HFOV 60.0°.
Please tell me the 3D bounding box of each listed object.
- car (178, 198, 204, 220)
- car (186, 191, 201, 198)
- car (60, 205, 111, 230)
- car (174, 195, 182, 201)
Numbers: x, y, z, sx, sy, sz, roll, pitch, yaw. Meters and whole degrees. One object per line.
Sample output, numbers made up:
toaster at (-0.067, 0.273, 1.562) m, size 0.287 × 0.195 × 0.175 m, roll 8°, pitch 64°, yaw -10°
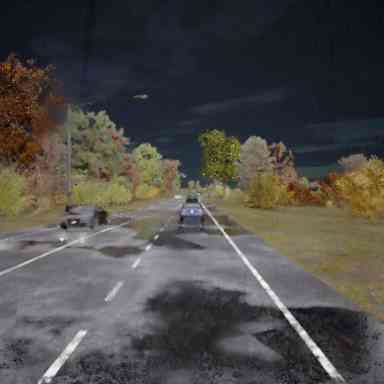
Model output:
car at (0.005, 1.515, 27.397) m, size 2.033 × 1.411 × 5.357 m, roll 0°, pitch 0°, yaw 0°
car at (0.013, 1.109, 62.600) m, size 2.150 × 2.045 × 5.566 m, roll 0°, pitch 0°, yaw 0°
car at (-6.616, 1.544, 20.987) m, size 1.994 × 1.385 × 4.181 m, roll 0°, pitch 0°, yaw 4°
car at (-3.484, 1.350, 81.551) m, size 1.812 × 1.442 × 4.674 m, roll 0°, pitch 0°, yaw 0°
